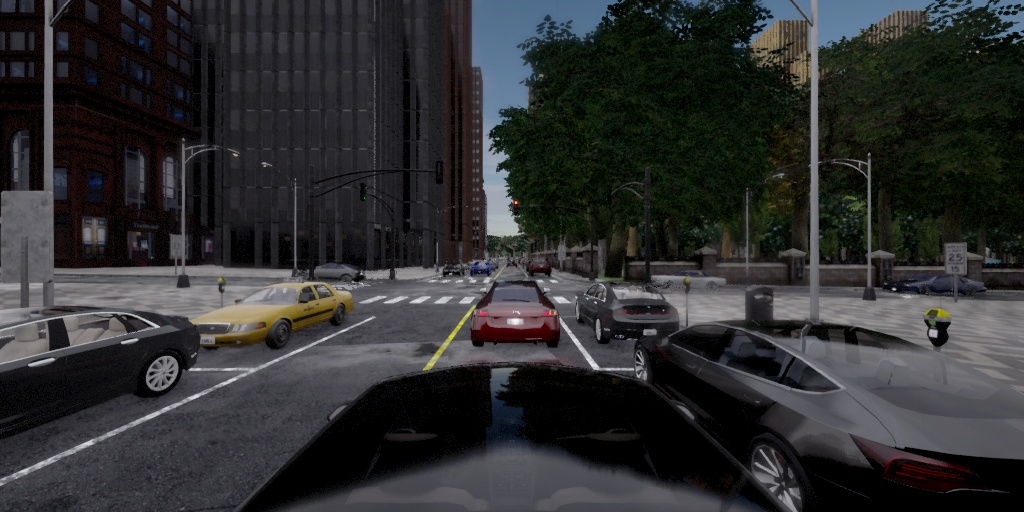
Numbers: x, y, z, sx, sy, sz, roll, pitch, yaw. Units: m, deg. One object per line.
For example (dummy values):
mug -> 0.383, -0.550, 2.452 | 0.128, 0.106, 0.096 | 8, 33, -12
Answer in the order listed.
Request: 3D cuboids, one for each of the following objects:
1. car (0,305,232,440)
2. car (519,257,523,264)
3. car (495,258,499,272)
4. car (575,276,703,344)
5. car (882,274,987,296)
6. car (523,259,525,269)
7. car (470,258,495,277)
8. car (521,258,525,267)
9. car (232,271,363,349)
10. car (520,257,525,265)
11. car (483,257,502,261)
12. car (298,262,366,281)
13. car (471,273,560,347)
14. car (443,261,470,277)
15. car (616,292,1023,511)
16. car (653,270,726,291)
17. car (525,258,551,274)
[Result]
car -> -5.762, 1.300, 3.840 | 2.007, 1.370, 4.403 | 0, 0, 0
car -> 2.767, 1.233, 63.307 | 1.967, 1.591, 4.097 | 0, 0, 0
car -> -3.088, 1.338, 46.597 | 1.994, 1.385, 4.181 | 0, 0, 0
car -> 2.763, 1.301, 9.361 | 2.007, 1.370, 4.403 | 0, 0, 0
car -> 28.503, 1.908, 24.239 | 5.357, 1.411, 2.033 | 1, 0, 0
car -> 2.766, 1.340, 46.938 | 1.948, 1.339, 4.313 | 0, 0, 0
car -> -3.089, 1.240, 36.632 | 1.882, 1.535, 5.008 | 0, 0, 0
car -> 2.766, 1.331, 52.394 | 2.007, 1.370, 4.403 | 0, 0, 0
car -> -5.762, 1.276, 9.182 | 1.751, 1.417, 4.829 | 0, 0, 0
car -> 2.767, 1.337, 57.851 | 2.007, 1.370, 4.403 | 0, 0, 0
car -> -3.080, 1.277, 56.642 | 2.128, 1.511, 4.902 | 0, 0, 0
car -> -12.077, 1.119, 24.017 | 4.181, 1.385, 1.994 | 1, 0, 0
car -> 0.081, 1.314, 9.356 | 1.994, 1.385, 4.181 | 0, 0, 0
car -> -5.760, 1.328, 36.017 | 1.948, 1.339, 4.313 | 0, 0, 0
car -> 2.763, 1.316, 3.848 | 1.948, 1.339, 4.313 | 0, 0, 0
car -> 11.500, 1.612, 24.008 | 4.718, 1.301, 1.895 | 1, 0, -4
car -> 2.765, 1.077, 36.025 | 2.192, 1.841, 5.009 | 0, 0, 0
